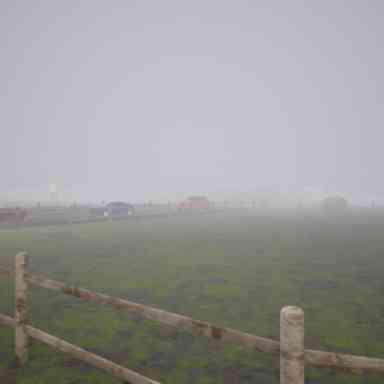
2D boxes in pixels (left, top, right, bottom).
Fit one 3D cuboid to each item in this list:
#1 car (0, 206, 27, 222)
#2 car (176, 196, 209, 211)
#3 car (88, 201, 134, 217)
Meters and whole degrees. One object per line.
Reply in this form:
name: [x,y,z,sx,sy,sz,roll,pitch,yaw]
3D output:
car: [-14.882,1.697,24.353,1.895,1.301,4.718,0,0,36]
car: [0.164,1.545,44.991,2.150,2.045,5.566,0,0,36]
car: [-8.094,1.673,33.670,1.882,1.535,5.008,0,-1,36]
